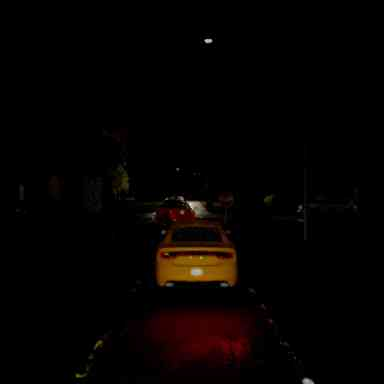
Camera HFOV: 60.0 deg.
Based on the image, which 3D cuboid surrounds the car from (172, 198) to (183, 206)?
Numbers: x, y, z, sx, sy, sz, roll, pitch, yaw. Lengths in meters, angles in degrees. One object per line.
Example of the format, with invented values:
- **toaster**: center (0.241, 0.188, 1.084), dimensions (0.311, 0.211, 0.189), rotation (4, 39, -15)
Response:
- **car**: center (-2.703, 1.818, 61.489), dimensions (1.812, 1.442, 4.674), rotation (0, 0, 1)

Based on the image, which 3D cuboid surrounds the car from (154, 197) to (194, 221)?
- **car**: center (-1.409, 1.470, 25.479), dimensions (2.097, 1.767, 4.553), rotation (0, 0, -20)

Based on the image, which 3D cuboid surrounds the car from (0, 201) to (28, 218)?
- **car**: center (-16.973, 1.496, 29.245), dimensions (4.674, 1.442, 1.812), rotation (1, -1, -1)

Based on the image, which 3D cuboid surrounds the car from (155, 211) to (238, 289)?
- **car**: center (0.116, 1.525, 9.339), dimensions (1.882, 1.535, 5.008), rotation (0, 0, 0)

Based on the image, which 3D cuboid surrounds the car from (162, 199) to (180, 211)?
- **car**: center (-2.791, 1.713, 46.066), dimensions (2.128, 1.511, 4.902), rotation (0, 0, 1)

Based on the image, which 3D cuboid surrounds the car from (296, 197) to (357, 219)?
- **car**: center (13.156, 1.538, 32.530), dimensions (5.566, 2.045, 2.150), rotation (1, -1, -2)

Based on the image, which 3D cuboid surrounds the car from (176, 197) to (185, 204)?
- **car**: center (-2.627, 1.884, 76.520), dimensions (1.812, 1.442, 4.674), rotation (0, 0, 0)
